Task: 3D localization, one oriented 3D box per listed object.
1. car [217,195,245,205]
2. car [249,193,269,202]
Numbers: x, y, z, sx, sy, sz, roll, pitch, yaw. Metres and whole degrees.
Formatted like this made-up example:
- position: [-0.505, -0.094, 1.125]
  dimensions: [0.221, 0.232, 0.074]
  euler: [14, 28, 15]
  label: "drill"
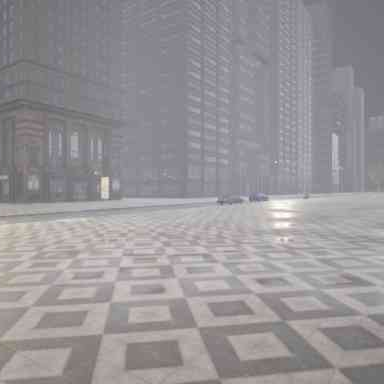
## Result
- position: [5.544, 1.064, 47.133]
  dimensions: [2.033, 1.411, 5.357]
  euler: [0, 1, 36]
  label: "car"
- position: [11.160, 0.906, 55.108]
  dimensions: [1.882, 1.535, 5.008]
  euler: [0, 1, 35]
  label: "car"
